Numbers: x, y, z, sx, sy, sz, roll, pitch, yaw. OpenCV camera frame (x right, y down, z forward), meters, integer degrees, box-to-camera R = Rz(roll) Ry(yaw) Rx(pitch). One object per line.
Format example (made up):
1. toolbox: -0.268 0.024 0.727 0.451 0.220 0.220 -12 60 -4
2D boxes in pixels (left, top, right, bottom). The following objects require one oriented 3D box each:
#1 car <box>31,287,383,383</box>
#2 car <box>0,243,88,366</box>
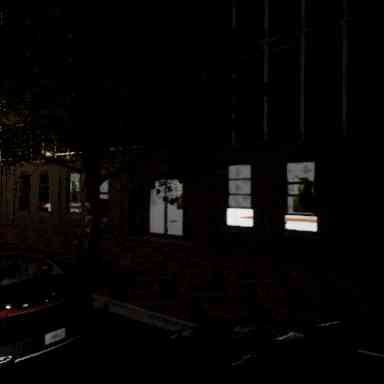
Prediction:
1. car: 1.193 1.550 2.024 4.403 1.369 2.008 1 0 35
2. car: -3.441 1.503 5.329 4.403 1.369 2.008 1 0 35
